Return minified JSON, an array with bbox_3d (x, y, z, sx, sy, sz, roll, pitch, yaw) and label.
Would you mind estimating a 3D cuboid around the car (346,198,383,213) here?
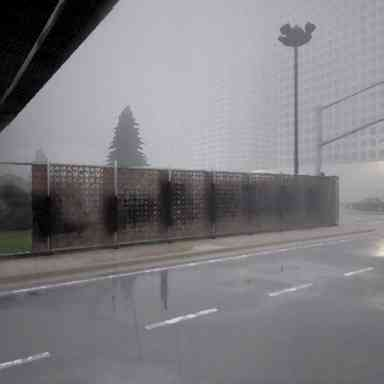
[{"bbox_3d":[19.105,1.426,35.716,1.882,1.535,5.008,0,0,-35],"label":"car"}]
